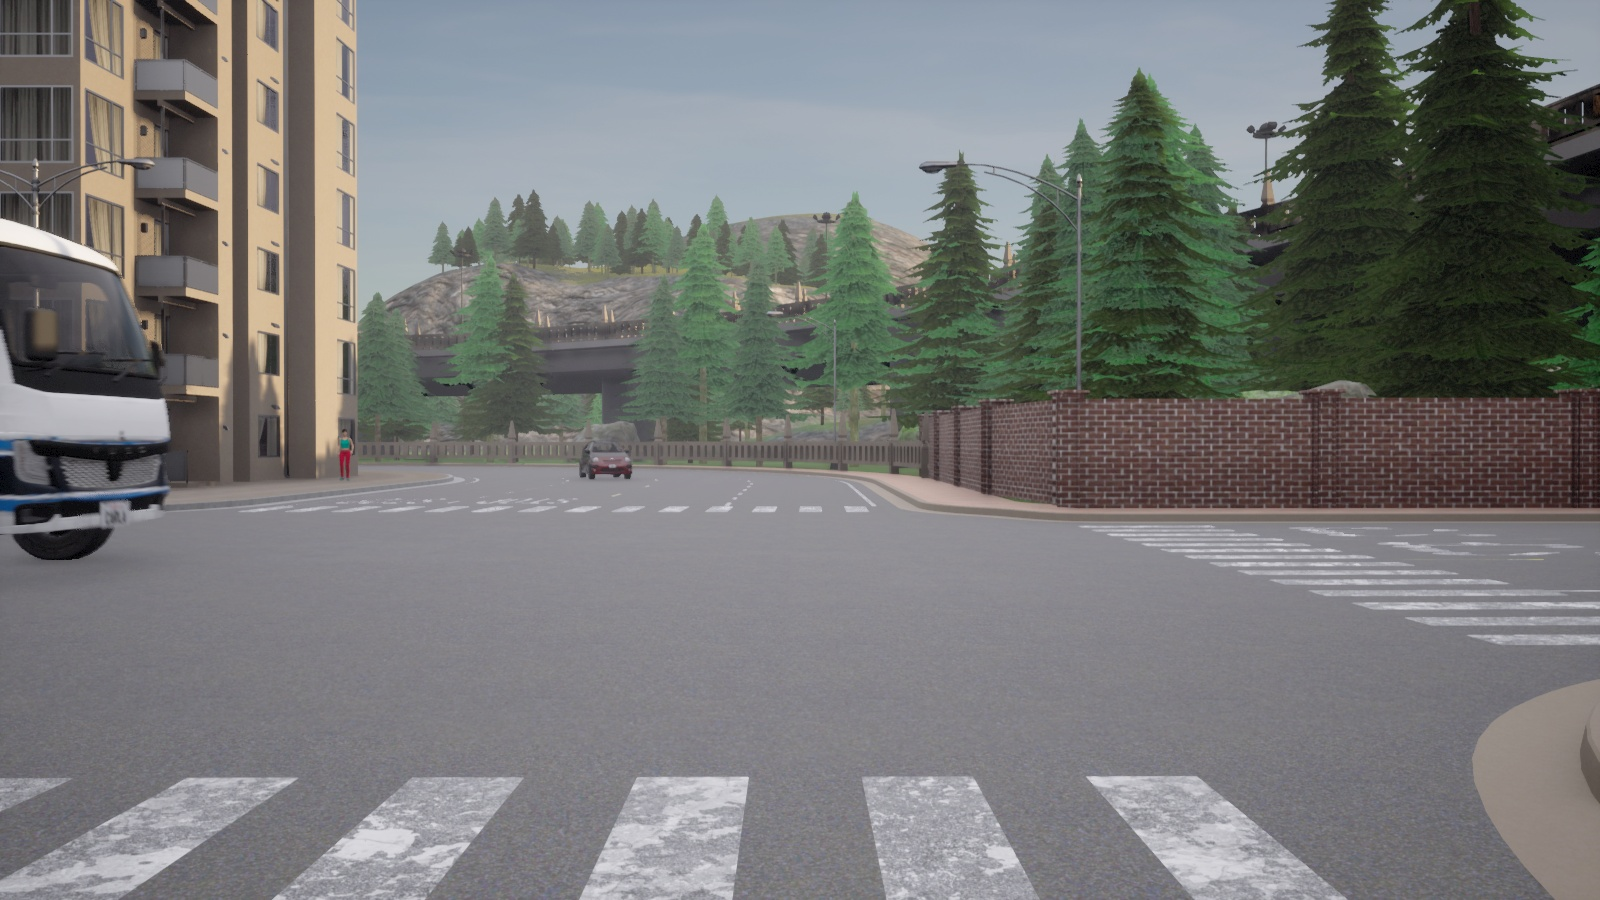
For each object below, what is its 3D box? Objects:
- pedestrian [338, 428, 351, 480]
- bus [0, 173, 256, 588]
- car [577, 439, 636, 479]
[{"bbox_3d":[-16.017,0.135,44.170,0.345,1.836,0.594,0,0,-11],"label":"pedestrian"},{"bbox_3d":[-12.419,-0.712,14.827,10.273,4.253,3.944,0,0,0],"label":"bus"},{"bbox_3d":[-8.104,0.339,52.348,1.851,1.617,3.988,0,0,-17],"label":"car"}]
